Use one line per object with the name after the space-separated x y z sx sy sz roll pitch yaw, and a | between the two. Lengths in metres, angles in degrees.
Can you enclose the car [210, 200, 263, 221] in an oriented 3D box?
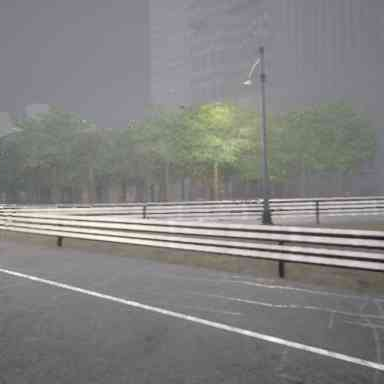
3.378 1.276 24.723 4.181 1.385 1.994 -2 -1 3 | car
